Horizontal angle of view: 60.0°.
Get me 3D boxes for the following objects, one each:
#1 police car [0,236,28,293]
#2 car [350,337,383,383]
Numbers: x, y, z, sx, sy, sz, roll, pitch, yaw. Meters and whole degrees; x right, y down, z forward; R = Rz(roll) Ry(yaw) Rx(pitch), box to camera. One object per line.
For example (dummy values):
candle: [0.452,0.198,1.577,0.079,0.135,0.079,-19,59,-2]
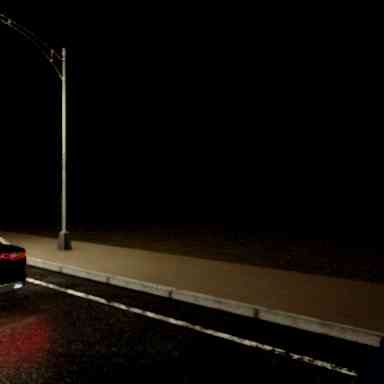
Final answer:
police car: [-5.892,1.430,7.765,5.238,1.638,1.930,0,0,36]
car: [3.128,1.600,1.331,4.718,1.301,1.895,0,0,36]
